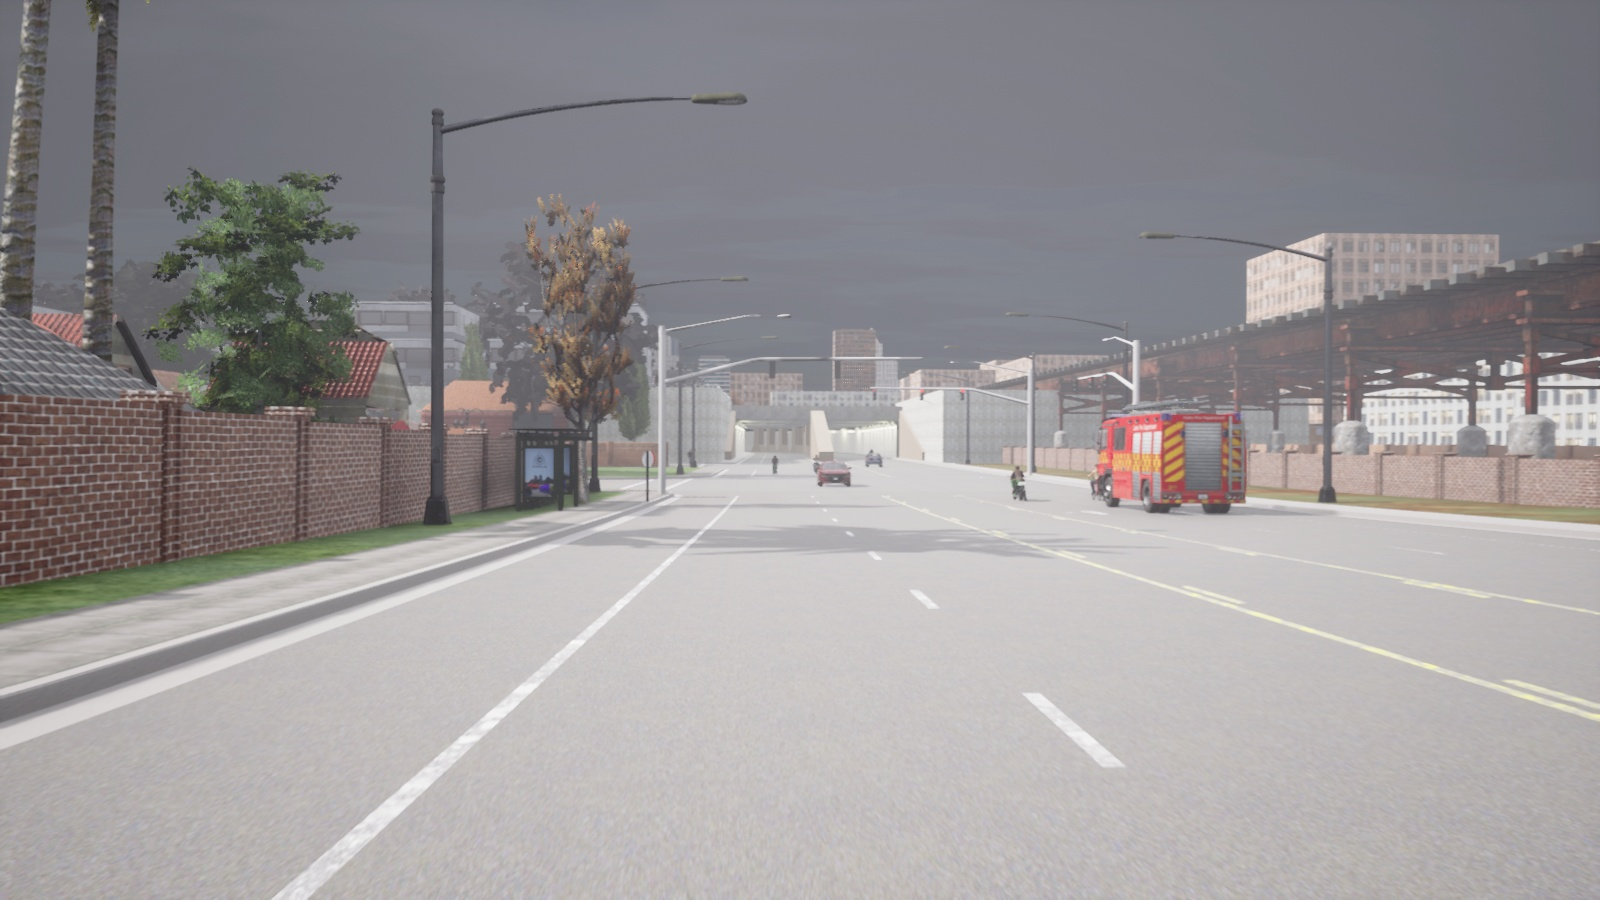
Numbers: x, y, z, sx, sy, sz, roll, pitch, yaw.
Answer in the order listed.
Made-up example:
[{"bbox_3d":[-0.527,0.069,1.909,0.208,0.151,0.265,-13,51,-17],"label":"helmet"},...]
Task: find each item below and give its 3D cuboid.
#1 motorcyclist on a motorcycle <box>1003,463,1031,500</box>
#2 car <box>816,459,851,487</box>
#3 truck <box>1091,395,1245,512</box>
[{"bbox_3d":[9.389,1.348,54.329,0.797,1.523,2.044,0,0,-1],"label":"motorcyclist on a motorcycle"},{"bbox_3d":[1.958,1.346,74.828,1.882,1.535,5.008,0,0,-1],"label":"car"},{"bbox_3d":[13.069,0.138,45.457,2.891,3.827,8.468,0,0,-1],"label":"truck"}]
